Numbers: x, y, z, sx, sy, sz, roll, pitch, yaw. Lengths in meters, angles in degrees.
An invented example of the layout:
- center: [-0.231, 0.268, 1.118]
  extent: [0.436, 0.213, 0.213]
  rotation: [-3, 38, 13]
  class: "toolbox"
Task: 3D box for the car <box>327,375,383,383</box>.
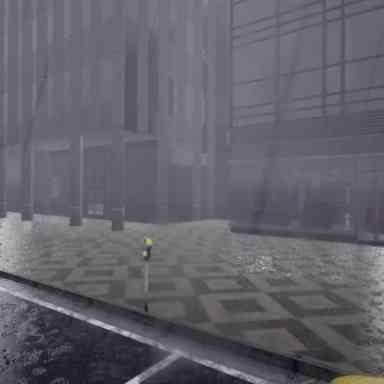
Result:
- center: [2.645, 1.537, 1.076]
  extent: [4.829, 1.417, 1.752]
  rotation: [0, 0, 36]
  class: "car"
